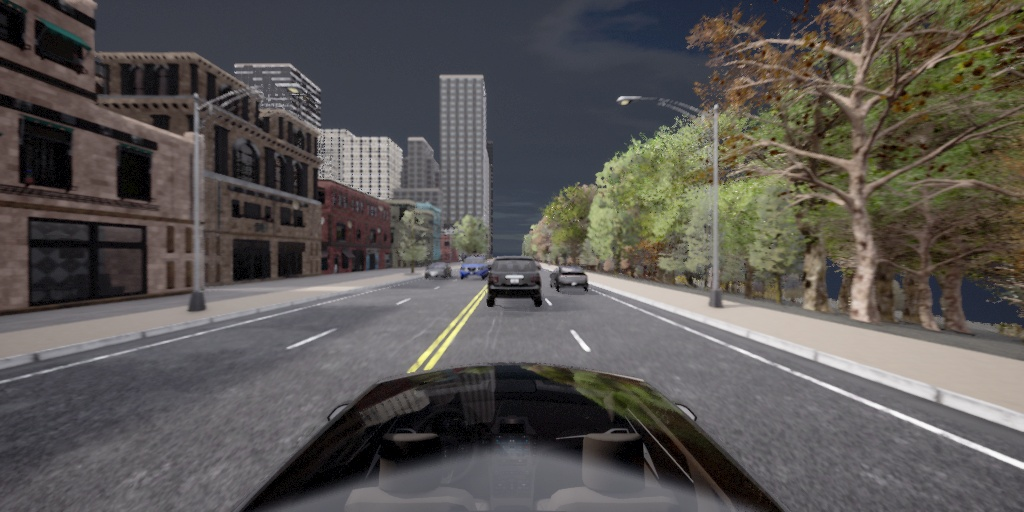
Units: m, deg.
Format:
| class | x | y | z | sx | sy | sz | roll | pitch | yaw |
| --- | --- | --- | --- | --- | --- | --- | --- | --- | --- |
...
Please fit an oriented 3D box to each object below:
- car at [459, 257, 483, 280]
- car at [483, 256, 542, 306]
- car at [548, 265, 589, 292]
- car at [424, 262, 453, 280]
| class | x | y | z | sx | sy | sz | roll | pitch | yaw |
| --- | --- | --- | --- | --- | --- | --- | --- | --- | --- |
| car | -3.346 | 1.070 | 32.430 | 2.150 | 2.045 | 5.566 | 0 | 0 | 0 |
| car | 0.096 | 1.020 | 16.075 | 2.150 | 2.045 | 5.566 | 0 | 0 | 0 |
| car | 3.344 | 1.307 | 21.734 | 2.128 | 1.511 | 4.902 | 0 | 0 | 0 |
| car | -6.597 | 1.342 | 32.575 | 2.128 | 1.511 | 4.902 | 0 | 0 | 0 |
